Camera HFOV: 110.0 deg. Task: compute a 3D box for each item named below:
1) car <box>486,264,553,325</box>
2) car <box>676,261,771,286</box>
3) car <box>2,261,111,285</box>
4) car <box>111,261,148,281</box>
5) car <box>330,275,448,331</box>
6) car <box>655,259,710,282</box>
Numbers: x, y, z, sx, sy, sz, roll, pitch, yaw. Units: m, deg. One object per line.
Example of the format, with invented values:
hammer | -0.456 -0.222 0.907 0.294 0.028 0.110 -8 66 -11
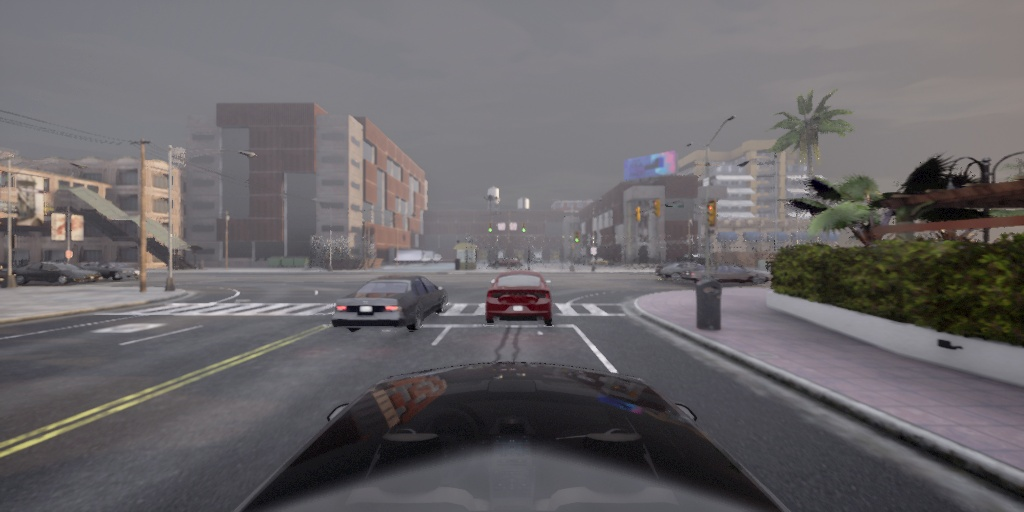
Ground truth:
car | 0.293 1.203 11.818 1.882 1.535 5.008 0 0 3
car | 14.346 1.242 24.173 5.357 1.411 2.033 0 0 0
car | -31.634 1.192 24.993 4.892 1.490 1.837 1 0 1
car | -31.912 1.173 28.507 4.902 1.511 2.128 0 0 2
car | -3.334 1.275 10.861 2.033 1.411 5.357 0 0 2
car | 13.720 1.177 27.849 4.902 1.511 2.128 0 0 1
